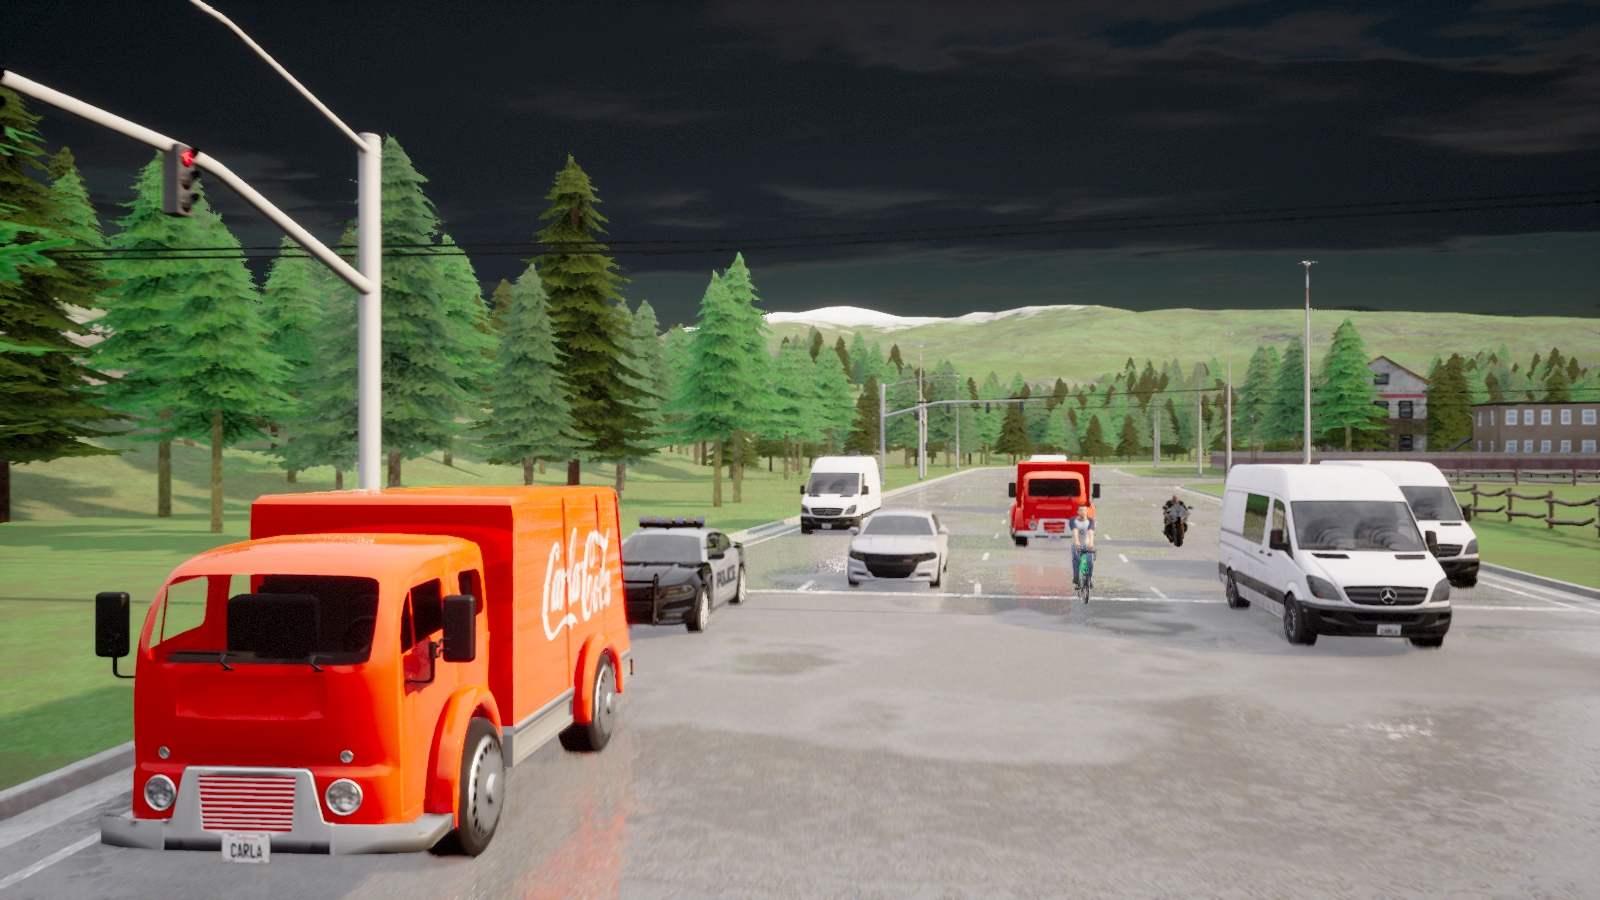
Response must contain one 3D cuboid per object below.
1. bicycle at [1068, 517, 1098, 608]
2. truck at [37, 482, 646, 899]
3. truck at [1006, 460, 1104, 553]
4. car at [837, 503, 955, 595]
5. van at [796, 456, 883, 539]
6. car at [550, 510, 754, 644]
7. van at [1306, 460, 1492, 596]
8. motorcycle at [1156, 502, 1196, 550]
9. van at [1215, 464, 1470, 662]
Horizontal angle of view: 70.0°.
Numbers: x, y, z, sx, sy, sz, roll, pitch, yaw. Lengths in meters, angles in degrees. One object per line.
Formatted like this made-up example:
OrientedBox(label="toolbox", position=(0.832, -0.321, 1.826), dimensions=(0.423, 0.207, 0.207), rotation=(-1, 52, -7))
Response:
OrientedBox(label="bicycle", position=(5.229, 2.052, 21.141), dimensions=(0.373, 1.496, 1.643), rotation=(0, 0, 8))
OrientedBox(label="truck", position=(-3.122, 1.567, 9.434), dimensions=(2.627, 2.467, 5.204), rotation=(0, 0, 4))
OrientedBox(label="truck", position=(7.511, 1.562, 33.917), dimensions=(2.627, 2.467, 5.204), rotation=(0, 0, 12))
OrientedBox(label="car", position=(2.190, 2.028, 24.645), dimensions=(2.097, 1.535, 5.006), rotation=(0, 0, 10))
OrientedBox(label="van", position=(1.458, 1.524, 39.099), dimensions=(1.988, 2.561, 5.915), rotation=(0, 0, 12))
OrientedBox(label="car", position=(-2.272, 1.977, 19.193), dimensions=(2.097, 1.638, 5.238), rotation=(0, 0, 8))
OrientedBox(label="van", position=(12.922, 1.531, 25.127), dimensions=(1.988, 2.561, 5.915), rotation=(0, 0, 11))
OrientedBox(label="motorcycle", position=(10.999, 2.199, 33.476), dimensions=(0.867, 1.251, 2.209), rotation=(0, 0, 12))
OrientedBox(label="van", position=(8.294, 1.532, 18.181), dimensions=(1.988, 2.561, 5.915), rotation=(0, 0, 8))
